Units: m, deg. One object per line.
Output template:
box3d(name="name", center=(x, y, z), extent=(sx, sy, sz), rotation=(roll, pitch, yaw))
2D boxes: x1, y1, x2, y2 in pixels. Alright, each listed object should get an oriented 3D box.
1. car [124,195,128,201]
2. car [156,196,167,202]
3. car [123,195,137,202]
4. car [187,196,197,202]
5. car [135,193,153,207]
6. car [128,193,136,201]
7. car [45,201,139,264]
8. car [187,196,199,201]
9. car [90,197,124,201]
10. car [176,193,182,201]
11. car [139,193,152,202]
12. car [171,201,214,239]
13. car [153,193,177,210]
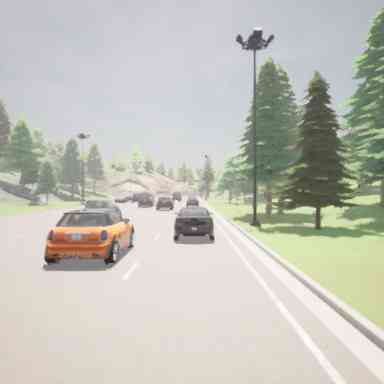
box3d(name="car", center=(-14.008, 1.612, 65.381), extent=(1.895, 1.301, 4.718), rotation=(0, 0, 0))
box3d(name="car", center=(-7.009, 1.561, 77.018), extent=(2.033, 1.411, 5.357), rotation=(0, 0, 0))
box3d(name="car", center=(-14.009, 1.455, 75.352), extent=(2.128, 1.511, 4.902), rotation=(0, 0, 0))
box3d(name="car", center=(-0.009, 1.561, 76.186), extent=(2.033, 1.411, 5.357), rotation=(0, 0, 0))
box3d(name="car", center=(-6.906, 1.367, 51.170), extent=(2.097, 1.767, 4.553), rotation=(0, 0, 0))
box3d(name="car", center=(-10.508, 1.238, 65.798), extent=(2.150, 2.045, 5.566), rotation=(0, 0, 0))
box3d(name="car", center=(-3.401, 1.355, 11.951), extent=(2.097, 1.767, 4.553), rotation=(0, 0, 0))
box3d(name="car", center=(0.093, 1.505, 49.561), extent=(2.128, 1.511, 4.902), rotation=(0, 0, 0))
box3d(name="car", center=(-6.904, 1.359, 25.536), extent=(2.097, 1.767, 4.553), rotation=(0, 0, 0))
box3d(name="car", center=(-3.510, 1.247, 77.465), extent=(2.150, 2.045, 5.566), rotation=(0, 0, 0))
box3d(name="car", center=(-10.509, 1.155, 75.799), extent=(2.150, 2.045, 5.566), rotation=(0, 0, 0))
box3d(name="car", center=(0.096, 1.482, 17.253), extent=(1.882, 1.535, 5.008), rotation=(0, 0, 0))
box3d(name="car", center=(-3.406, 1.364, 43.334), extent=(2.097, 1.767, 4.553), rotation=(0, 0, 0))
